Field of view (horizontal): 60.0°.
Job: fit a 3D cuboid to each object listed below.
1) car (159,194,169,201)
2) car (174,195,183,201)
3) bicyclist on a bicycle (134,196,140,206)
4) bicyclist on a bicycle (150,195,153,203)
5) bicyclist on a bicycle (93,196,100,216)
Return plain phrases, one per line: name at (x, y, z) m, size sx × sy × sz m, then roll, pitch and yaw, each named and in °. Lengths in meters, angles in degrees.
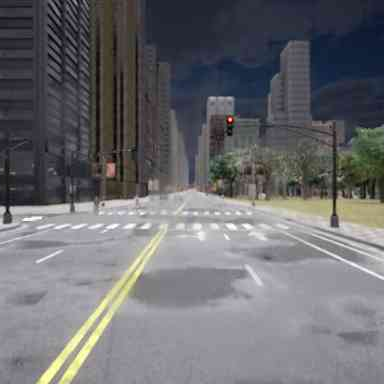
car at (-6.321, 1.243, 75.210) m, size 2.033 × 1.411 × 5.357 m, roll 0°, pitch 0°, yaw 0°
car at (-3.071, 1.299, 75.172) m, size 1.895 × 1.301 × 4.718 m, roll 0°, pitch 0°, yaw 0°
bicyclist on a bicycle at (-8.426, 1.376, 51.006) m, size 0.866 × 1.612 × 1.509 m, roll 0°, pitch 0°, yaw 3°
bicyclist on a bicycle at (-8.417, 1.490, 69.455) m, size 0.866 × 1.612 × 1.509 m, roll 0°, pitch 0°, yaw 0°
bicyclist on a bicycle at (-8.672, 1.238, 30.016) m, size 0.659 × 1.776 × 1.843 m, roll 0°, pitch 0°, yaw 0°
